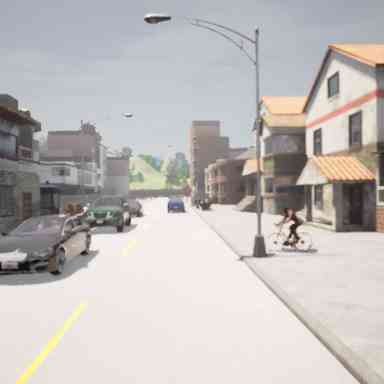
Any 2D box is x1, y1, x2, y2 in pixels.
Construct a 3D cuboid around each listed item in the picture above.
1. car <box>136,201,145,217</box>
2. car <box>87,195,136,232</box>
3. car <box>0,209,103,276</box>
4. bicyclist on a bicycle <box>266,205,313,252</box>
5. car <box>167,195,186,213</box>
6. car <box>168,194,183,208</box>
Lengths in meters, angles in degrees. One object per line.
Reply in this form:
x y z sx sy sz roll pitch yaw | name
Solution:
-5.572 1.529 30.872 1.812 1.442 4.674 -1 0 -3 | car
-5.079 1.242 20.589 2.150 2.045 5.566 -1 0 -3 | car
-4.566 1.528 10.585 2.128 1.511 4.902 -1 0 -3 | car
3.344 1.277 11.454 1.656 1.620 0.582 0 0 -3 | bicyclist on a bicycle
-1.724 1.418 36.309 1.882 1.535 5.008 -1 0 -2 | car
-2.351 1.273 47.835 2.097 1.767 4.553 -1 0 -3 | car
